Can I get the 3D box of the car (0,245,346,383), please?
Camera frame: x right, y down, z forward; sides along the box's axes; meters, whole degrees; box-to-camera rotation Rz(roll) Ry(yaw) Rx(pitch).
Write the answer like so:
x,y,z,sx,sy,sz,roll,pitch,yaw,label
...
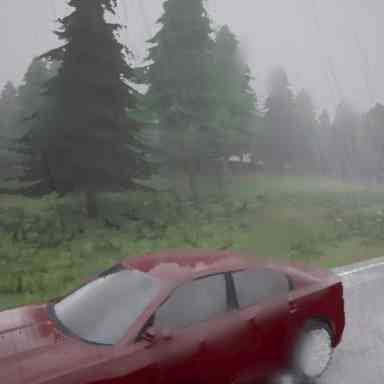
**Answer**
x,y,z,sx,sy,sz,roll,pitch,yaw,label
-0.258,1.464,3.808,5.008,1.535,1.882,0,0,-36,car
